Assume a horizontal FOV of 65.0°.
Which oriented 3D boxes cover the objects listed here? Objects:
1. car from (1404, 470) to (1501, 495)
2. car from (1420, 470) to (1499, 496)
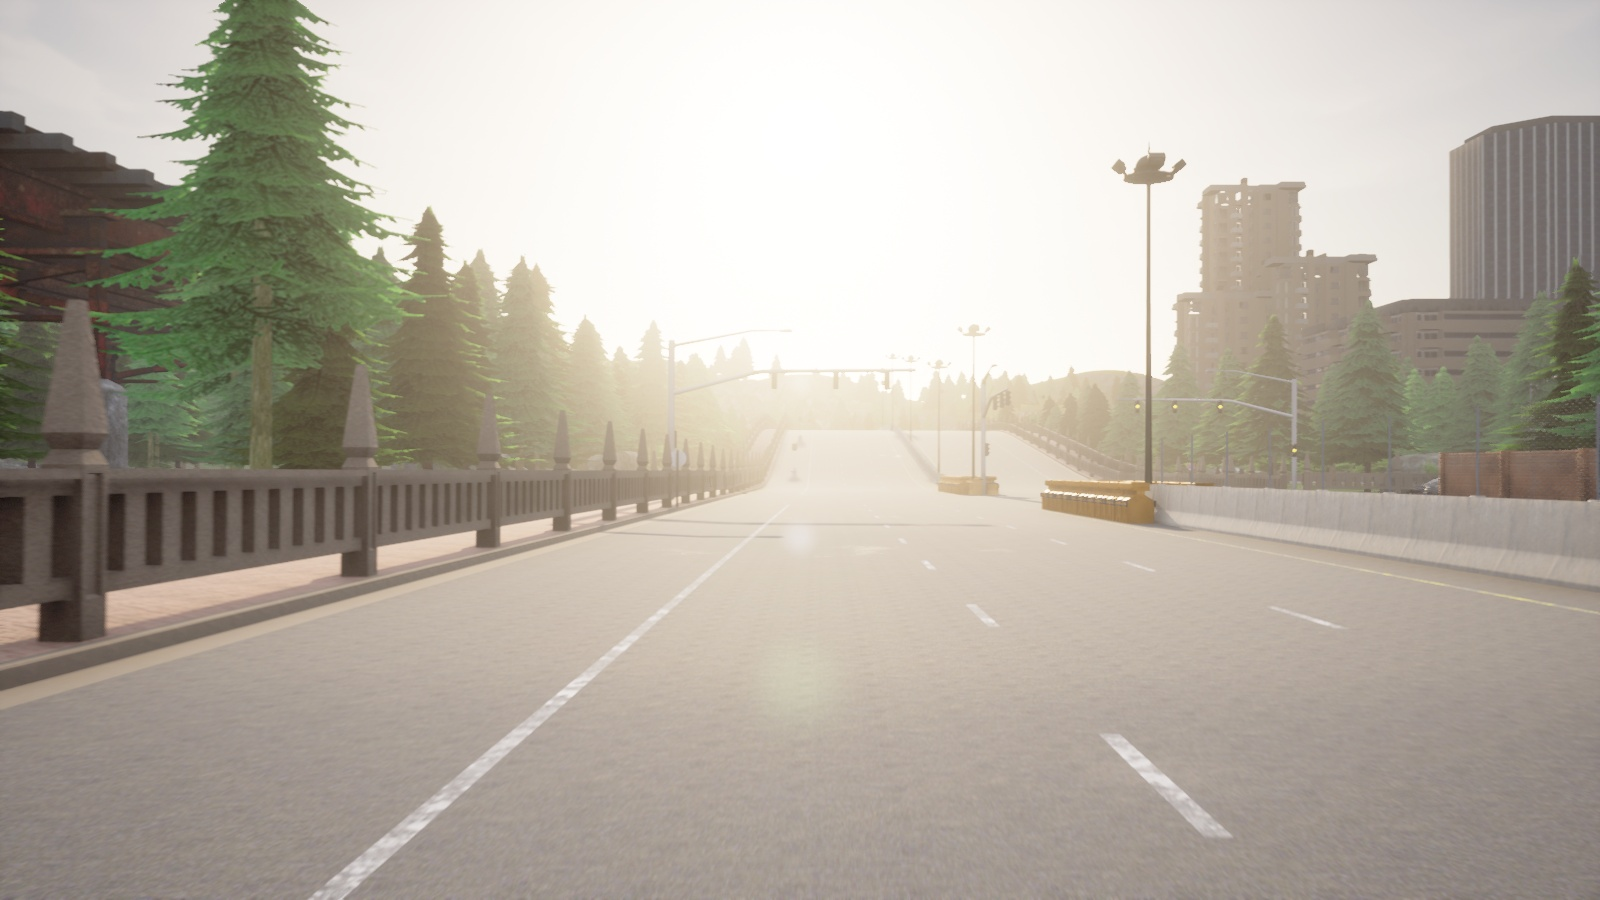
[{"bbox_3d":[39.762,1.959,76.594,4.792,1.488,2.163,0,-1,1],"label":"car"},{"bbox_3d":[38.354,1.920,73.119,3.633,1.501,1.845,0,-1,1],"label":"car"}]
